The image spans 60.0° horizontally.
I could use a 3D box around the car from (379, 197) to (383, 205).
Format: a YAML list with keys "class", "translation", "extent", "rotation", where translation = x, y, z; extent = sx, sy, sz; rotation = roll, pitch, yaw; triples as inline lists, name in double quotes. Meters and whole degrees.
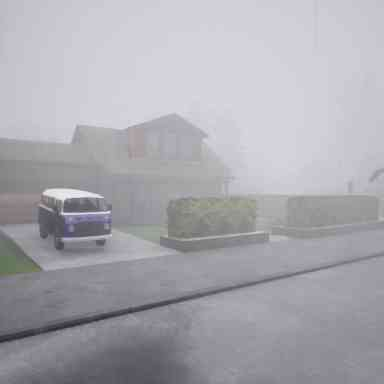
- class: "car"
  translation: [24.678, 0.985, 41.408]
  extent: [3.866, 1.878, 1.905]
  rotation: [0, 0, 0]
